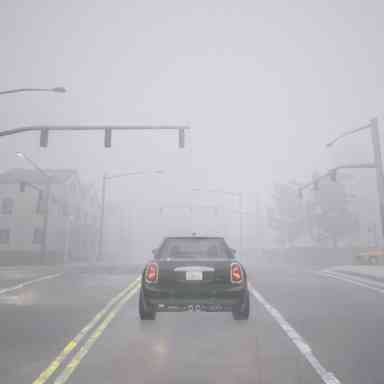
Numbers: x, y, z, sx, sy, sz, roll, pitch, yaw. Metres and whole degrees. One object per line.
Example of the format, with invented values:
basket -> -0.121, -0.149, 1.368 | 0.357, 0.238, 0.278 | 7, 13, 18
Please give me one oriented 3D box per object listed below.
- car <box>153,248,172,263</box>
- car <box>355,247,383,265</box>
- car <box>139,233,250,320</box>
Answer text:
car -> -3.715, 8.179, 42.803 | 2.097, 1.767, 4.553 | 0, -11, 0
car -> 16.423, 5.358, 28.076 | 5.008, 1.535, 1.882 | 0, -11, 1
car -> 0.049, 1.806, 8.217 | 2.097, 1.767, 4.553 | 0, -7, 0
